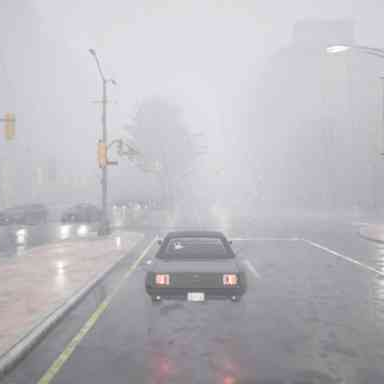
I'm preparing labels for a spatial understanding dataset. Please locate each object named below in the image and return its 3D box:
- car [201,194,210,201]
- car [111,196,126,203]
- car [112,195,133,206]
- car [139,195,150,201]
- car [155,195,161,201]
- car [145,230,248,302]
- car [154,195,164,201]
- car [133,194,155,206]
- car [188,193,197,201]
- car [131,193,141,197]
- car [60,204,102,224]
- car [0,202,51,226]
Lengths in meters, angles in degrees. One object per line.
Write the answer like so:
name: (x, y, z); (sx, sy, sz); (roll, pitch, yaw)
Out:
car: (3.534, 1.494, 86.892); (2.128, 1.511, 4.902); (0, 0, 0)
car: (-14.723, 1.575, 66.869); (1.895, 1.301, 4.718); (0, 0, 0)
car: (-11.566, 1.510, 55.161); (1.812, 1.442, 4.674); (0, 0, 0)
car: (-11.468, 1.529, 80.110); (1.994, 1.385, 4.181); (0, 0, 0)
car: (-7.973, 1.544, 69.103); (1.994, 1.385, 4.181); (0, 0, 0)
car: (0.078, 1.598, 8.209); (1.895, 1.301, 4.718); (0, 0, 0)
car: (-7.968, 1.516, 80.942); (2.033, 1.411, 5.357); (0, 0, 0)
car: (-8.066, 1.531, 56.558); (2.033, 1.411, 5.357); (0, 0, 0)
car: (0.034, 1.193, 86.507); (2.150, 2.045, 5.566); (0, 0, 0)
car: (-11.473, 1.201, 68.351); (2.150, 2.045, 5.566); (0, 0, 0)
car: (-8.091, 1.557, 24.530); (1.994, 1.385, 4.181); (0, 0, 0)
car: (-11.593, 1.498, 23.261); (1.837, 1.490, 4.892); (0, 0, 0)
